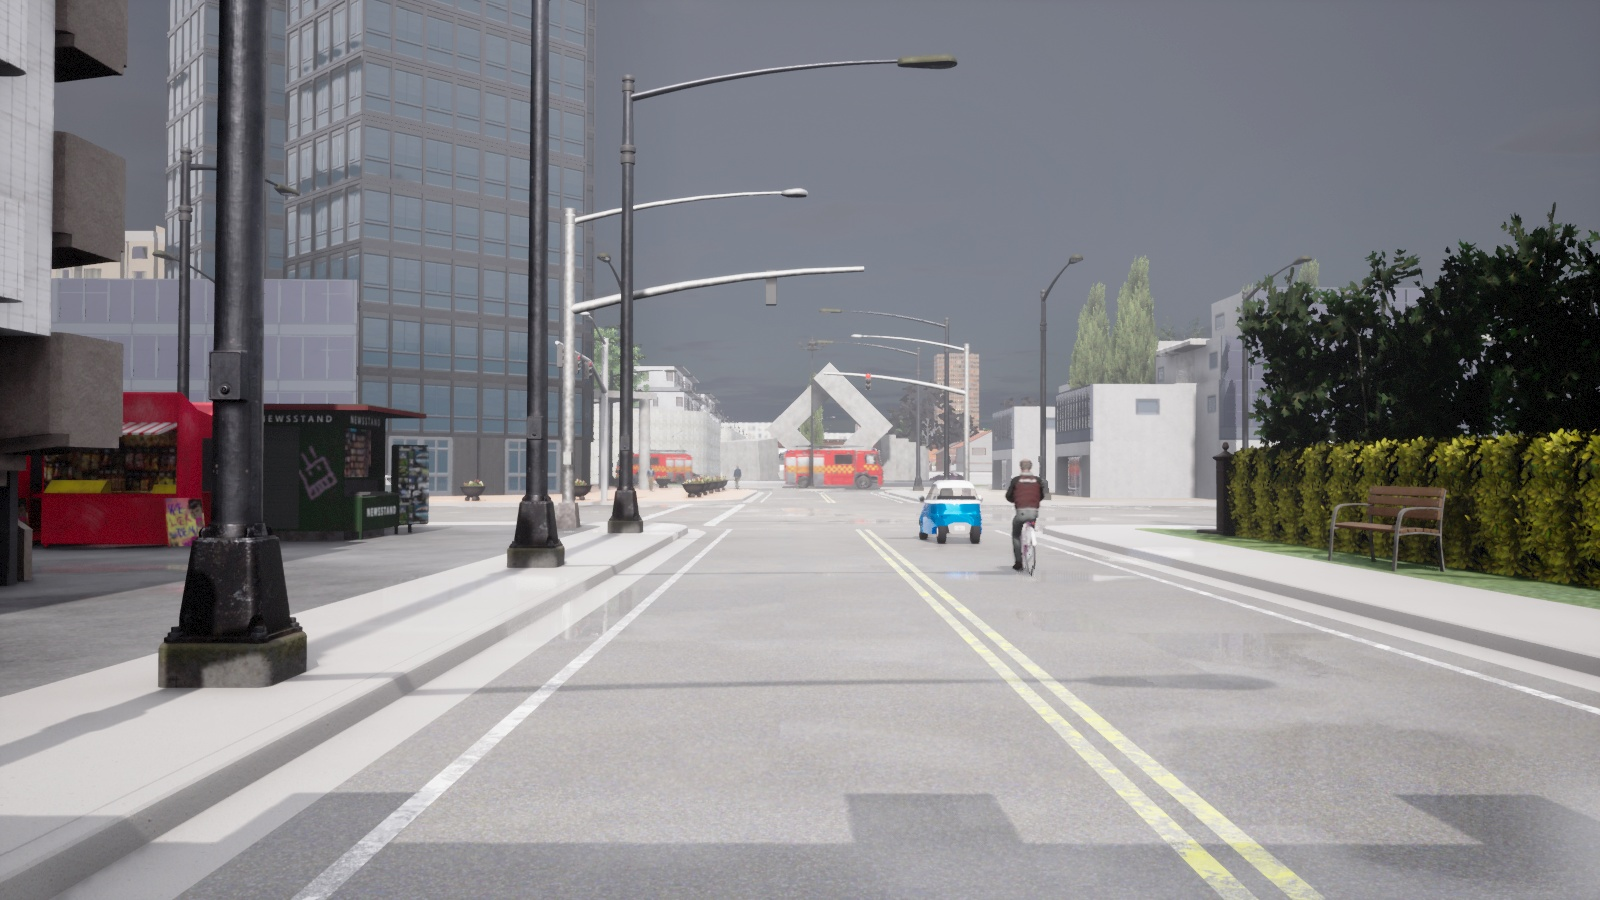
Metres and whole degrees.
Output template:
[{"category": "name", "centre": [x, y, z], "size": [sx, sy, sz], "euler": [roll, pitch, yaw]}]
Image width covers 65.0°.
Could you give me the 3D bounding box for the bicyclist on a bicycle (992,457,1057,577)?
[{"category": "bicyclist on a bicycle", "centre": [3.450, 0.997, 19.439], "size": [0.659, 1.776, 1.843], "euler": [0, -1, 0]}]

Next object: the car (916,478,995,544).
[{"category": "car", "centre": [3.429, 1.324, 27.981], "size": [1.481, 1.376, 2.207], "euler": [0, -1, 0]}]
